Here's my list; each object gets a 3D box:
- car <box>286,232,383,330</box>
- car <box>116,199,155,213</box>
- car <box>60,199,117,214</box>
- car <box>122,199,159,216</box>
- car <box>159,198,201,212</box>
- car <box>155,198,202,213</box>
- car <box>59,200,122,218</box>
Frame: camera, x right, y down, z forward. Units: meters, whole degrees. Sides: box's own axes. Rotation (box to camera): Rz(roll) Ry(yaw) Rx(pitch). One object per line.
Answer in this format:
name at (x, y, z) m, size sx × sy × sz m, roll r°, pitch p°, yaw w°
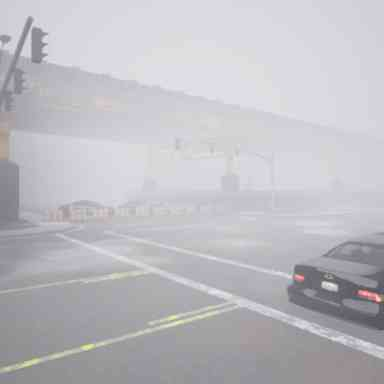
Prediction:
car at (4.246, 1.558, 6.780) m, size 5.357 × 1.411 × 2.033 m, roll 0°, pitch 0°, yaw -35°
car at (-5.438, 1.316, 32.513) m, size 1.853 × 1.218 × 4.536 m, roll 0°, pitch 0°, yaw 18°
car at (-9.250, 1.309, 29.786) m, size 4.536 × 1.218 × 1.853 m, roll 0°, pitch 0°, yaw 8°
car at (-5.454, 1.473, 32.464) m, size 2.038 × 1.542 × 4.974 m, roll 0°, pitch 0°, yaw 18°
car at (-1.595, 1.323, 36.217) m, size 4.536 × 1.218 × 1.853 m, roll 0°, pitch 0°, yaw -7°
car at (-1.543, 1.481, 36.224) m, size 4.974 × 1.542 × 2.038 m, roll 0°, pitch 0°, yaw -7°
car at (-9.198, 1.467, 29.778) m, size 4.974 × 1.542 × 2.038 m, roll 0°, pitch 0°, yaw 8°
